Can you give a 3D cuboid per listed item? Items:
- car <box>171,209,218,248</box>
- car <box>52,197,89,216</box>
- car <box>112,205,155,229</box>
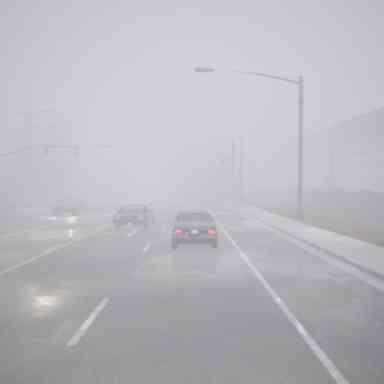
[{"bbox_3d":[0.097,1.442,14.277,2.033,1.411,5.357,0,0,0],"label":"car"},{"bbox_3d":[-10.545,1.223,29.142,1.812,1.442,4.674,0,1,0],"label":"car"},{"bbox_3d":[-3.405,1.424,20.342,1.895,1.301,4.718,0,1,0],"label":"car"}]
